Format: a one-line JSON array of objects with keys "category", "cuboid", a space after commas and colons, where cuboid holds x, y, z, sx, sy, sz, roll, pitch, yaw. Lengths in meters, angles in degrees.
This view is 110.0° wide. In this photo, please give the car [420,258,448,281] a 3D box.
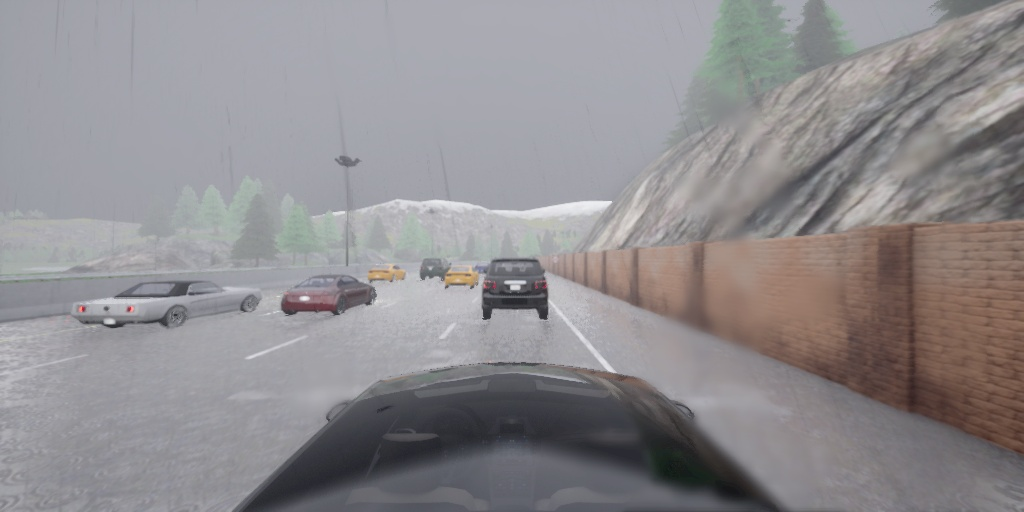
[{"category": "car", "cuboid": [-6.906, 1.192, 33.065, 2.150, 2.045, 5.566, 0, 0, 0]}]

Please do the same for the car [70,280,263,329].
[{"category": "car", "cuboid": [-10.401, 1.420, 11.494, 1.895, 1.301, 4.718, 0, 0, 0]}]

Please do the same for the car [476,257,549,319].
[{"category": "car", "cuboid": [0.099, 1.053, 13.379, 2.150, 2.045, 5.566, 0, 0, 0]}]

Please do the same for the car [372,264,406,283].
[{"category": "car", "cuboid": [-10.404, 1.428, 30.198, 1.882, 1.535, 5.008, 0, 0, 0]}]

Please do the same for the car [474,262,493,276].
[{"category": "car", "cuboid": [-3.409, 1.517, 43.016, 1.882, 1.535, 5.008, 0, 0, 0]}]

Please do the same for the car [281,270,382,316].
[{"category": "car", "cuboid": [-6.901, 1.400, 13.940, 1.994, 1.385, 4.181, 0, 0, 0]}]

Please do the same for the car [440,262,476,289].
[{"category": "car", "cuboid": [-3.405, 1.391, 25.017, 1.882, 1.535, 5.008, 0, 0, 0]}]
